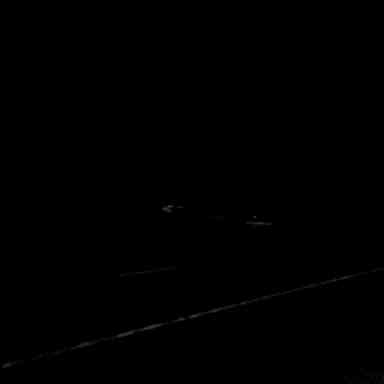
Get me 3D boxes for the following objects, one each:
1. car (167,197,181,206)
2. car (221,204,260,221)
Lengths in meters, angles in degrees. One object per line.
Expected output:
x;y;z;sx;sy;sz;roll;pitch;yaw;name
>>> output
-3.108;1.487;54.394;1.895;1.301;4.718;2;2;-13;car
4.554;1.925;31.691;2.128;1.511;4.902;2;-1;-25;car
